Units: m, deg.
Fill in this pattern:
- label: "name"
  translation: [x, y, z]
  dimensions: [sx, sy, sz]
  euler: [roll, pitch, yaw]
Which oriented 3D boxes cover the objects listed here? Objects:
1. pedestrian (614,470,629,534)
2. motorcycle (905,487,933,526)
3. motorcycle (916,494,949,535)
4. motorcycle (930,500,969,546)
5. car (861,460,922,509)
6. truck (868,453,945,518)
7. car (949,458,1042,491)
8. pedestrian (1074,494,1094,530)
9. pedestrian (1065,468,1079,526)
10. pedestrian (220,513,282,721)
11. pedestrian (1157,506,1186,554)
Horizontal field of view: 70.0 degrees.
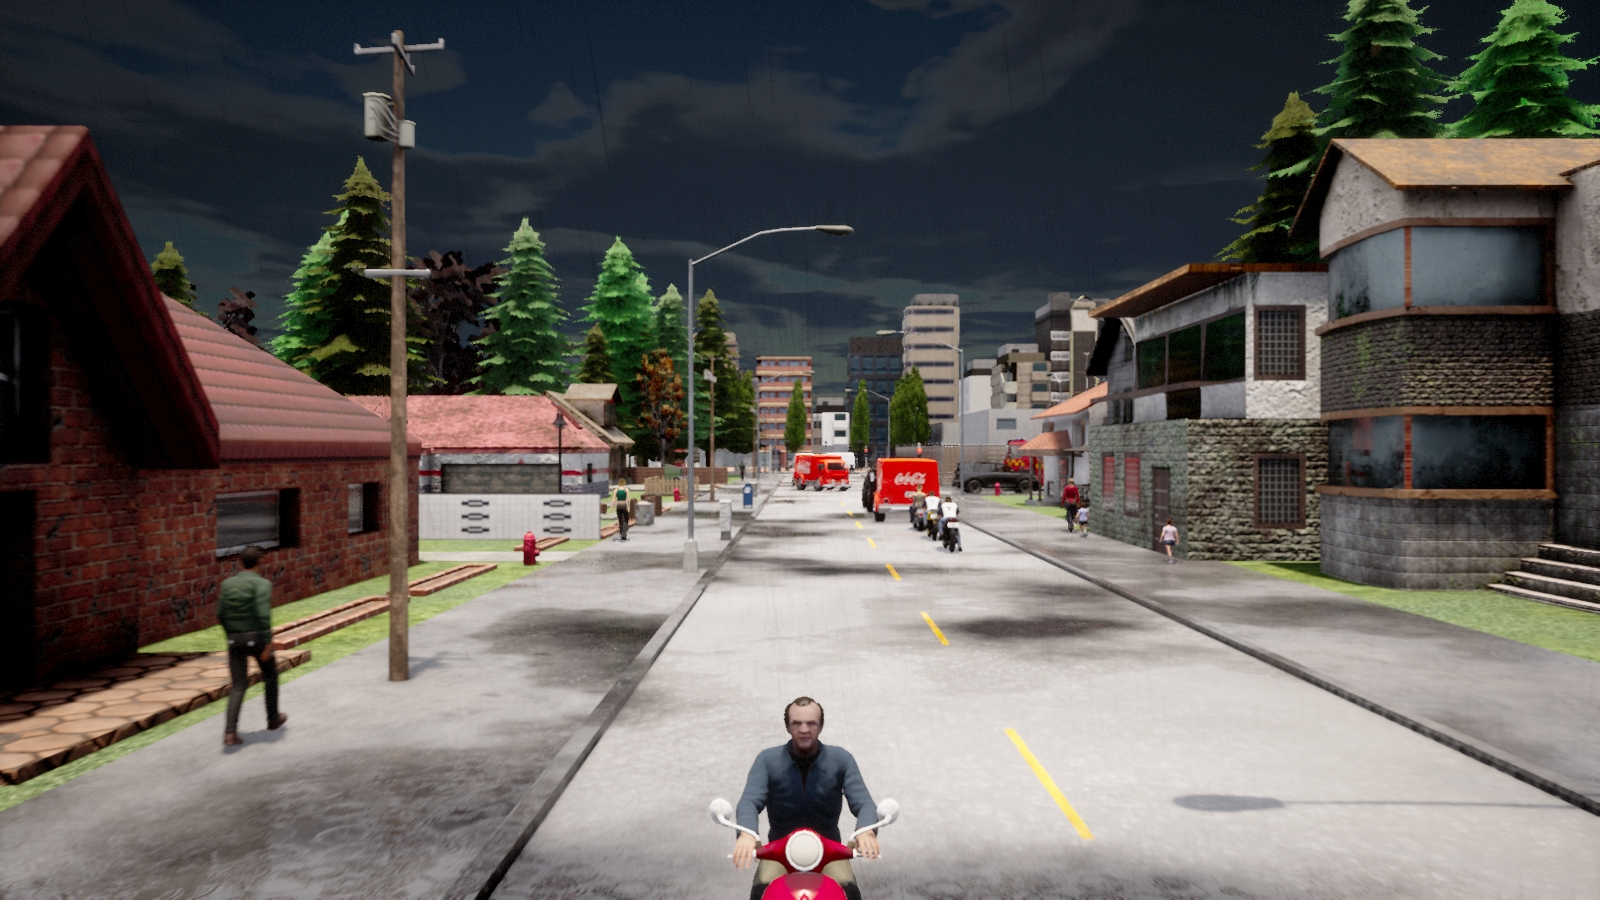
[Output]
- label: "pedestrian"
  translation: [-5.272, 1.528, 33.809]
  dimensions: [0.375, 1.860, 0.375]
  euler: [0, 0, 1]
- label: "motorcycle"
  translation: [4.158, 1.956, 40.113]
  dimensions: [0.764, 1.277, 2.356]
  euler: [0, 0, 0]
- label: "motorcycle"
  translation: [4.138, 1.998, 35.777]
  dimensions: [0.803, 1.145, 2.033]
  euler: [0, 0, 0]
- label: "motorcycle"
  translation: [4.124, 1.998, 31.661]
  dimensions: [0.803, 1.145, 2.033]
  euler: [0, 0, 0]
- label: "car"
  translation: [4.205, 1.541, 53.379]
  dimensions: [2.390, 2.098, 6.274]
  euler: [0, 0, 0]
- label: "truck"
  translation: [4.182, 1.355, 45.825]
  dimensions: [2.627, 2.467, 5.204]
  euler: [0, 0, 0]
- label: "car"
  translation: [12.534, 1.570, 73.504]
  dimensions: [5.566, 2.045, 2.150]
  euler: [0, 0, -3]
- label: "pedestrian"
  translation: [8.773, 1.910, 35.286]
  dimensions: [0.500, 1.100, 0.500]
  euler: [0, 0, 2]
- label: "pedestrian"
  translation: [8.870, 1.529, 37.273]
  dimensions: [0.375, 1.860, 0.375]
  euler: [0, 0, 2]
- label: "pedestrian"
  translation: [-5.060, 1.525, 10.542]
  dimensions: [0.375, 1.860, 0.375]
  euler: [0, 0, 6]
- label: "pedestrian"
  translation: [8.826, 1.907, 27.174]
  dimensions: [0.500, 1.100, 0.500]
  euler: [0, 0, -4]
